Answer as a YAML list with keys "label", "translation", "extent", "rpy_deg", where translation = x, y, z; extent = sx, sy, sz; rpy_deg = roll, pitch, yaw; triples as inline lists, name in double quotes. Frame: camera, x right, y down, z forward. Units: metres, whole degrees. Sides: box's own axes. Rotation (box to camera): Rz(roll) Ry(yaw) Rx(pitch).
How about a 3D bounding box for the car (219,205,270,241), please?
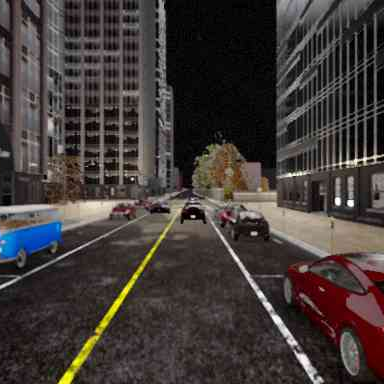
- label: "car"
  translation: [2.682, 1.553, 16.520]
  extent: [2.008, 1.369, 4.403]
  rpy_deg: [0, 0, 0]

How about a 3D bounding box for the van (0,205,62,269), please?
- label: "van"
  translation: [-5.696, 1.343, 10.827]
  extent: [1.690, 1.788, 3.998]
  rpy_deg: [0, 0, 0]

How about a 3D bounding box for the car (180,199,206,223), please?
- label: "car"
  translation: [0.088, 1.529, 25.200]
  extent: [1.812, 1.442, 4.674]
  rpy_deg: [0, 0, 0]

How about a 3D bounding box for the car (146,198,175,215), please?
- label: "car"
  translation: [-3.104, 1.564, 33.546]
  extent: [1.994, 1.385, 4.181]
  rpy_deg: [0, 0, 0]

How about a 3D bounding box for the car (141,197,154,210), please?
- label: "car"
  translation: [-5.708, 1.577, 39.291]
  extent: [1.802, 1.307, 4.206]
  rpy_deg: [0, 0, 0]

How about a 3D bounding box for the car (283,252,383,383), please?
- label: "car"
  translation: [2.688, 1.583, 5.136]
  extent: [1.802, 1.307, 4.206]
  rpy_deg: [0, 0, 0]

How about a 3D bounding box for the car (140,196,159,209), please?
- label: "car"
  translation: [-5.710, 1.427, 44.984]
  extent: [1.967, 1.590, 4.097]
  rpy_deg: [0, 0, 0]

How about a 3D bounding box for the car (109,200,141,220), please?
- label: "car"
  translation: [-5.703, 1.585, 27.903]
  extent: [1.802, 1.307, 4.206]
  rpy_deg: [0, 0, 0]

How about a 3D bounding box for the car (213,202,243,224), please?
- label: "car"
  translation: [2.680, 1.444, 22.212]
  extent: [1.967, 1.590, 4.097]
  rpy_deg: [0, 0, 0]

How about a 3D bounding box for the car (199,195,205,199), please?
- label: "car"
  translation: [2.710, 1.461, 94.012]
  extent: [1.947, 1.339, 4.313]
  rpy_deg: [0, 0, 0]

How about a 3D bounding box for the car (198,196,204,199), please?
- label: "car"
  translation: [0.081, 1.539, 41.907]
  extent: [2.033, 1.411, 5.357]
  rpy_deg: [0, 0, 0]
